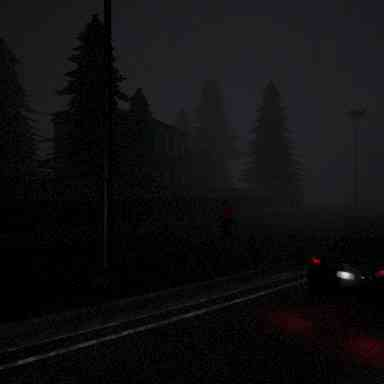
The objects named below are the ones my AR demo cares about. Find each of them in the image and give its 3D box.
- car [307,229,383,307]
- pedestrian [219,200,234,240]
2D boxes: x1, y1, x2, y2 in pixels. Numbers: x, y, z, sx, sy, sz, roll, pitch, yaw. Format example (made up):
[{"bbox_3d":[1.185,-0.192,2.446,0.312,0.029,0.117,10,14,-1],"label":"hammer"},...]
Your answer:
[{"bbox_3d":[4.470,1.564,7.655,4.181,1.385,1.994,0,0,-40],"label":"car"},{"bbox_3d":[1.479,1.141,14.408,0.375,1.860,0.375,0,0,-43],"label":"pedestrian"}]
